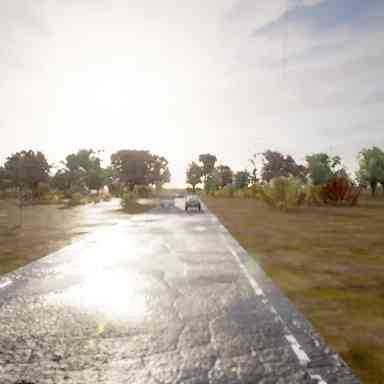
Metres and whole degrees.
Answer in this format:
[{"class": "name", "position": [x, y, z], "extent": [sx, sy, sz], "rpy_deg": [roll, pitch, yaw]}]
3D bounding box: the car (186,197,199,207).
[{"class": "car", "position": [0.113, 1.425, 49.929], "extent": [1.895, 1.301, 4.718], "rpy_deg": [0, 0, 0]}]

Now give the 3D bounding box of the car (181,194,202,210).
[{"class": "car", "position": [0.112, 1.354, 39.534], "extent": [2.128, 1.511, 4.902], "rpy_deg": [0, 0, 0]}]

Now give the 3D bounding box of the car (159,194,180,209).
[{"class": "car", "position": [-3.072, 1.345, 42.396], "extent": [2.128, 1.511, 4.902], "rpy_deg": [0, 0, 0]}]
